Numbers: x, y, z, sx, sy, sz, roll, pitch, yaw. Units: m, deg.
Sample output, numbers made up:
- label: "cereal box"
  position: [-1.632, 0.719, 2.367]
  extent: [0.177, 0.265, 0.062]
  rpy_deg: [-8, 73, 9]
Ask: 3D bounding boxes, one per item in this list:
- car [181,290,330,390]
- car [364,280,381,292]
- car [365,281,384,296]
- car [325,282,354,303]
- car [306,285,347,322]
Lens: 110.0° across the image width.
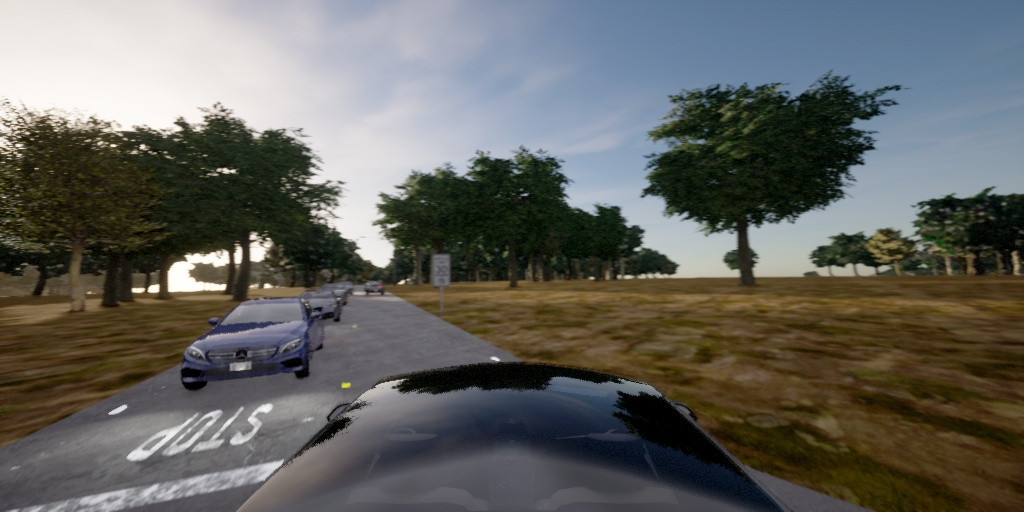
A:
- label: "car"
  position: [-5.305, 1.660, 7.947]
  extent: [1.812, 1.442, 4.674]
  rpy_deg: [0, -3, -23]
- label: "car"
  position: [-19.446, 4.198, 49.935]
  extent: [2.128, 1.511, 4.902]
  rpy_deg: [0, -3, -23]
- label: "car"
  position: [-15.414, 3.602, 40.324]
  extent: [2.128, 1.511, 4.902]
  rpy_deg: [0, -3, -23]
- label: "car"
  position: [-12.696, 2.733, 25.571]
  extent: [2.128, 1.511, 4.902]
  rpy_deg: [1, -3, -23]
- label: "car"
  position: [-8.834, 2.228, 16.342]
  extent: [1.994, 1.385, 4.181]
  rpy_deg: [0, -3, -22]
